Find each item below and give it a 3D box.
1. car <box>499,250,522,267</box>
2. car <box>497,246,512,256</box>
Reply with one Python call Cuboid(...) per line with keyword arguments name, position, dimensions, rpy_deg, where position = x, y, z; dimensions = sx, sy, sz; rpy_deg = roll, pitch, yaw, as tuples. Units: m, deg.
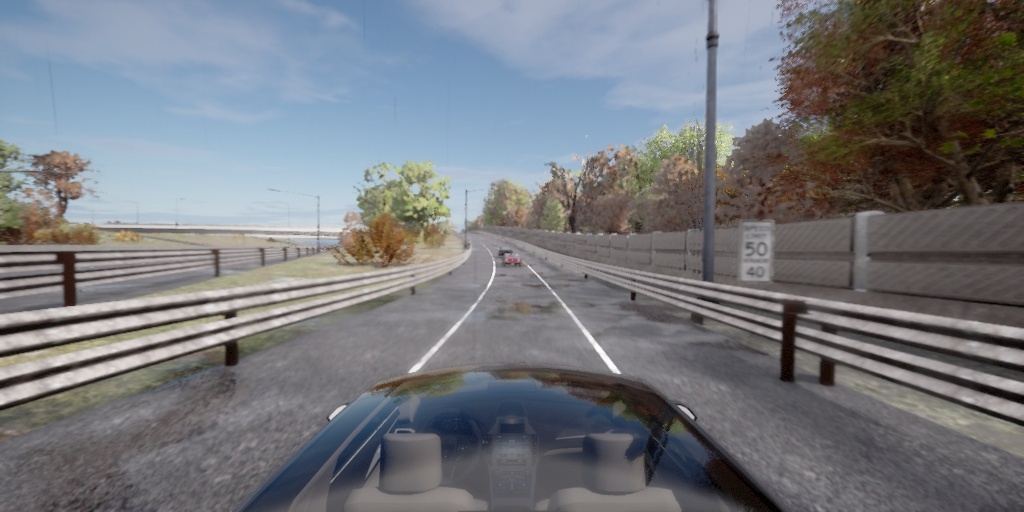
Cuboid(name="car", position=(-0.072, 0.386, 37.501), dimensions=(1.895, 1.301, 4.718), rpy_deg=(1, 3, -4))
Cuboid(name="car", position=(-0.993, -0.667, 50.222), dimensions=(1.882, 1.535, 5.008), rpy_deg=(1, 5, -5))
